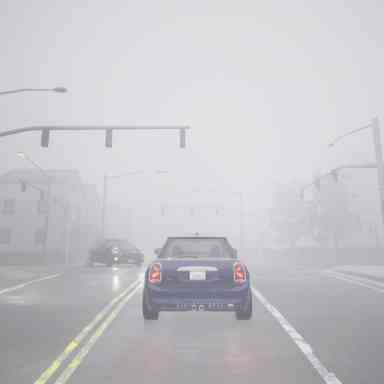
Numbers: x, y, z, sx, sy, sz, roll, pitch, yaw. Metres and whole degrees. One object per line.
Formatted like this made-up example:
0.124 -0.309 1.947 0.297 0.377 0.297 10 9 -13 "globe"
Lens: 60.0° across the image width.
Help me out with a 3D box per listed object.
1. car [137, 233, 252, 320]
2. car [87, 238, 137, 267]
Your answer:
0.103 1.809 8.252 2.097 1.767 4.553 0 -7 0 "car"
-4.625 3.562 20.076 2.097 1.767 4.553 8 -13 -35 "car"
